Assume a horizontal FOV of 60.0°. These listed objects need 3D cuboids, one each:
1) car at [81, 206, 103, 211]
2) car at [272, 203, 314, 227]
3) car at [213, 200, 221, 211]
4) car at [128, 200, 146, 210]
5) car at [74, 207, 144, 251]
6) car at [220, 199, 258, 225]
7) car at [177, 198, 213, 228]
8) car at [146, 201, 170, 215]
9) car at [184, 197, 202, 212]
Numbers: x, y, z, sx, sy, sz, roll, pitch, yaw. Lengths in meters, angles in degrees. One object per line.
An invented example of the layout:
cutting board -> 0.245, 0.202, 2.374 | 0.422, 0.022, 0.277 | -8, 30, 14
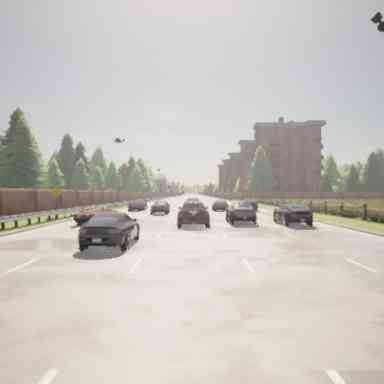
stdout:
car -> -6.896, 1.680, 24.190 | 1.895, 1.301, 4.718 | 0, 0, 0
car -> 7.103, 1.583, 23.748 | 1.837, 1.490, 4.892 | 0, 0, 0
car -> 3.606, 1.704, 42.701 | 1.994, 1.385, 4.181 | 0, 0, 0
car -> -6.895, 1.704, 42.783 | 1.994, 1.385, 4.181 | 0, 0, 0
car -> -3.410, 1.572, 14.209 | 1.812, 1.442, 4.674 | 0, 0, 0
car -> 3.603, 1.574, 24.908 | 2.128, 1.511, 4.902 | 0, 0, 0
car -> 0.103, 1.427, 23.195 | 2.097, 1.767, 4.553 | 0, 0, 0
car -> -3.396, 1.666, 36.231 | 2.033, 1.411, 5.357 | 0, 0, 0
car -> 0.105, 1.487, 41.653 | 2.097, 1.767, 4.553 | 0, 0, 0
